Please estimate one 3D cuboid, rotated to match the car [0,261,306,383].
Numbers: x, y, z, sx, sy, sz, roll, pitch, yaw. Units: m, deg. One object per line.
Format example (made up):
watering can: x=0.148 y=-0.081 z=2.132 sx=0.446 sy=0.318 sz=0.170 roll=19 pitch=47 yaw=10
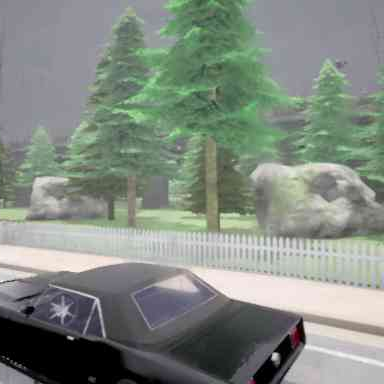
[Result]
car: x=-1.147 y=1.630 z=4.331 sx=4.718 sy=1.301 sz=1.895 roll=-1 pitch=0 yaw=33
